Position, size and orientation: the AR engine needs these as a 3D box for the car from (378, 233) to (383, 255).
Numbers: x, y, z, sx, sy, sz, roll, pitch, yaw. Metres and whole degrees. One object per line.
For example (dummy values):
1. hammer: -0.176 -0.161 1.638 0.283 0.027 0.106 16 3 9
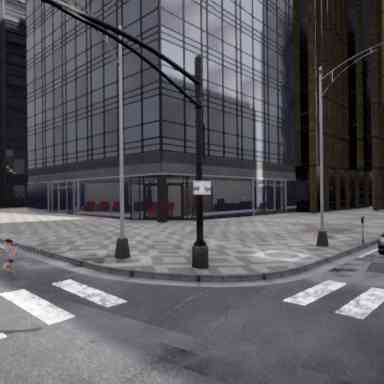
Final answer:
1. car: 8.616 1.699 12.988 1.802 1.307 4.206 -2 -1 43

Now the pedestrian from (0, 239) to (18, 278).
1. pedestrian: -4.717 1.689 8.653 0.500 1.100 0.500 -1 -1 43
